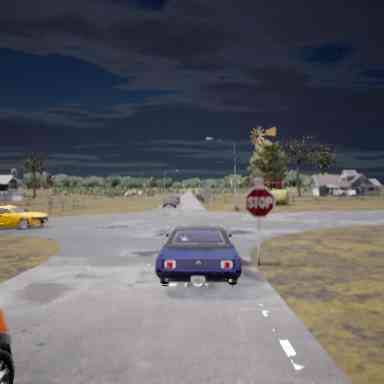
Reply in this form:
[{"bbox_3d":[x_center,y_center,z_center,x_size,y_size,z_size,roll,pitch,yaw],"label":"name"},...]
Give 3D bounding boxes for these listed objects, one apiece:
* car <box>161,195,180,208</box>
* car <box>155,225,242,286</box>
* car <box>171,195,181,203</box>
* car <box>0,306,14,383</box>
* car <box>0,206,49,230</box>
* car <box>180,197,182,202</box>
[{"bbox_3d":[-3.036,1.384,45.387,1.837,1.490,4.892,0,0,-1],"label":"car"},{"bbox_3d":[0.199,1.570,9.315,1.895,1.301,4.718,0,0,2],"label":"car"},{"bbox_3d":[-3.134,1.355,65.499,1.837,1.490,4.892,0,0,0],"label":"car"},{"bbox_3d":[-2.855,1.347,1.463,2.097,1.767,4.553,0,0,0],"label":"car"},{"bbox_3d":[-12.184,1.668,22.417,5.008,1.535,1.882,-1,1,9],"label":"car"},{"bbox_3d":[-3.113,1.426,55.112,1.994,1.385,4.181,0,0,1],"label":"car"}]
